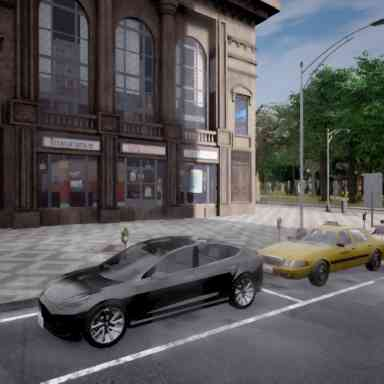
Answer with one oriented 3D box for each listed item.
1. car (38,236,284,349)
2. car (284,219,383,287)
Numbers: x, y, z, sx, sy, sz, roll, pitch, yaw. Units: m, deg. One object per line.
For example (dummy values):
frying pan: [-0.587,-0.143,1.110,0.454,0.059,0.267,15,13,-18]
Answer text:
car: [-0.512,1.566,6.287,4.313,1.339,1.947,0,0,-36]
car: [3.775,1.525,9.348,4.829,1.417,1.752,0,0,-36]
